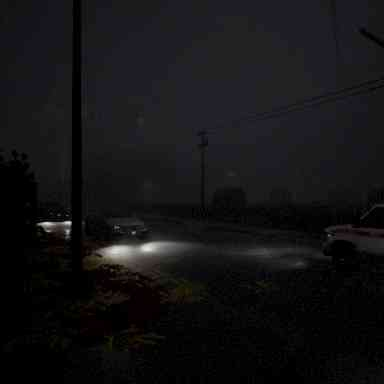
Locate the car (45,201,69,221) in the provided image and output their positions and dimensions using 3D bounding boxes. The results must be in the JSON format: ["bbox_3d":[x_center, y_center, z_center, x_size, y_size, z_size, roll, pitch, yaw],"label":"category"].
[{"bbox_3d":[-11.444,1.504,27.063,1.837,1.490,4.892,0,0,-35],"label":"car"}]

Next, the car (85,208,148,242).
[{"bbox_3d":[-3.924,1.526,16.548,1.812,1.442,4.674,0,0,-36],"label":"car"}]

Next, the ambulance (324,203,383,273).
[{"bbox_3d":[6.299,1.023,7.733,2.351,2.431,6.366,0,0,-33],"label":"ambulance"}]
